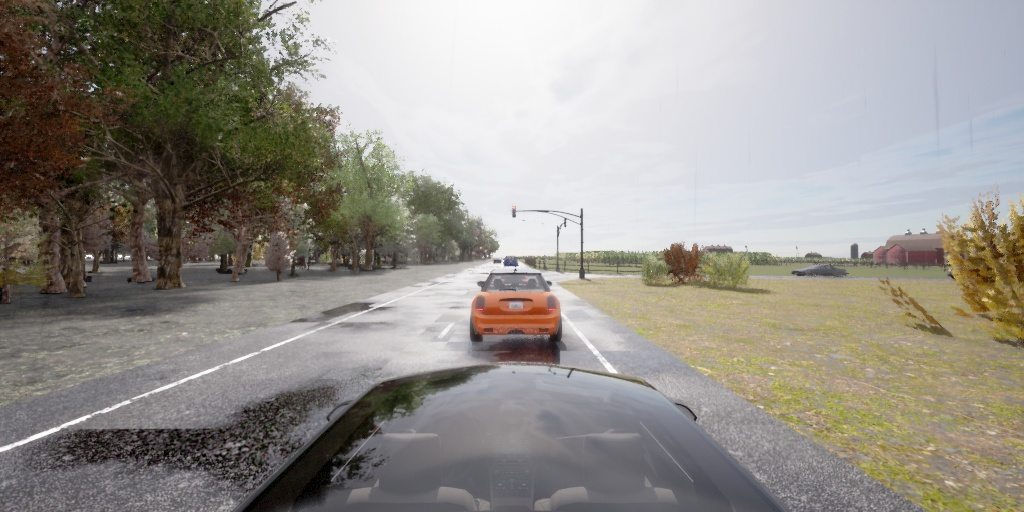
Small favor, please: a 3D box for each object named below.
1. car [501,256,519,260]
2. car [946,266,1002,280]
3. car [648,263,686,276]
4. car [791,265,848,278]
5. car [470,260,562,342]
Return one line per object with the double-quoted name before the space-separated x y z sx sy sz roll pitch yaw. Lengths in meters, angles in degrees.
"car" -0.132 0.975 57.734 2.150 2.045 5.566 0 0 1
"car" 48.898 1.772 37.610 4.902 1.511 2.128 1 -1 1
"car" 17.908 1.495 41.326 4.902 1.511 2.128 1 -1 1
"car" 35.344 1.740 41.266 5.357 1.411 2.033 1 -1 0
"car" 0.083 1.104 9.954 2.097 1.767 4.553 0 0 0
